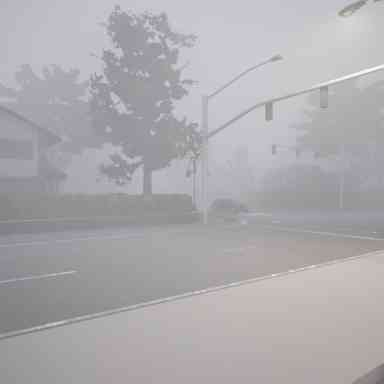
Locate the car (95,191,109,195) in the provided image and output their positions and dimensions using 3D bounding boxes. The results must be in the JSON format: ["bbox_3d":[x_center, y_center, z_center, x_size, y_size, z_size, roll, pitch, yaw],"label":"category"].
[{"bbox_3d":[-20.439,0.855,75.225,2.150,2.045,5.566,0,0,-36],"label":"car"}]

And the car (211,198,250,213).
[{"bbox_3d":[4.100,1.416,35.764,1.837,1.490,4.892,0,0,-36],"label":"car"}]

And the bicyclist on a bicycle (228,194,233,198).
[{"bbox_3d":[5.873,1.176,51.054,1.656,1.620,0.582,0,0,-36],"label":"bicyclist on a bicycle"}]
